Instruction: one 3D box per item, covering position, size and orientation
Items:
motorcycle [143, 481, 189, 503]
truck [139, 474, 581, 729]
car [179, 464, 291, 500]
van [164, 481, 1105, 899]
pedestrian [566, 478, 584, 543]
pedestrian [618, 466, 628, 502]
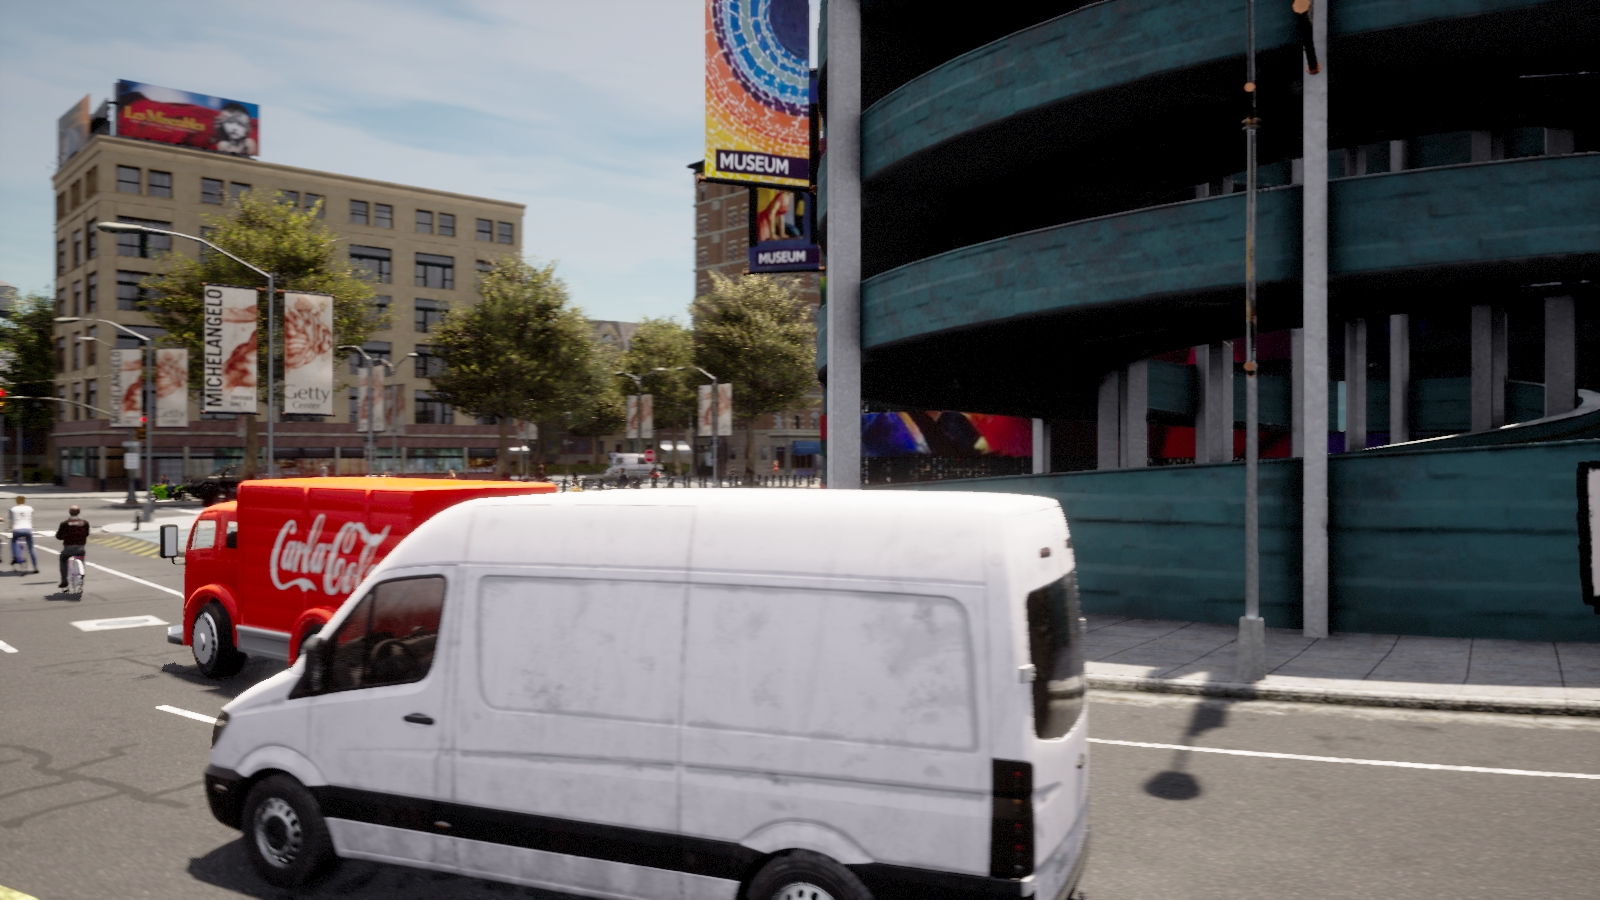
[{"bbox_3d":[-34.363,2.278,61.947,2.033,1.145,0.803,0,0,-43],"label":"motorcycle"},{"bbox_3d":[-5.494,1.583,14.062,5.204,2.467,2.627,0,0,35],"label":"truck"},{"bbox_3d":[-33.391,1.852,67.646,5.566,2.045,2.150,0,0,-42],"label":"car"},{"bbox_3d":[-1.178,1.544,7.477,5.915,2.561,1.988,0,0,23],"label":"van"},{"bbox_3d":[-6.524,1.736,33.090,0.375,1.860,0.375,0,0,-36],"label":"pedestrian"},{"bbox_3d":[-9.200,1.769,59.331,0.375,1.860,0.375,0,0,-39],"label":"pedestrian"}]
